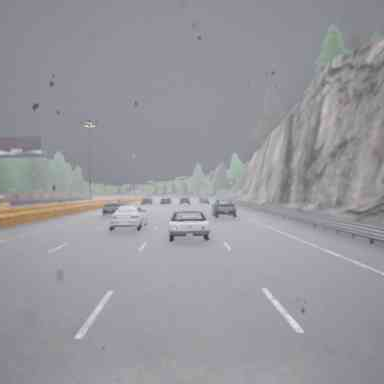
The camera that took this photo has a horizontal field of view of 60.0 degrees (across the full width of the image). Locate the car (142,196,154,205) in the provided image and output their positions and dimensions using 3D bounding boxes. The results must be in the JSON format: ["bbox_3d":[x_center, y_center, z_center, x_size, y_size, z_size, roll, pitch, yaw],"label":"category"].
[{"bbox_3d":[-8.339,1.608,62.849,1.837,1.490,4.892,-1,0,-1],"label":"car"}]

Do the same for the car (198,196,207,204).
[{"bbox_3d":[2.190,1.514,63.201,2.033,1.411,5.357,-1,0,-1],"label":"car"}]

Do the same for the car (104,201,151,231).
[{"bbox_3d":[-3.929,1.575,20.995,1.812,1.442,4.674,-1,0,-2],"label":"car"}]

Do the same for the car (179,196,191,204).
[{"bbox_3d":[-1.347,1.517,63.300,1.837,1.490,4.892,-1,0,-1],"label":"car"}]

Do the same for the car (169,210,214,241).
[{"bbox_3d":[-0.195,1.602,16.892,1.895,1.301,4.718,-1,0,-3],"label":"car"}]

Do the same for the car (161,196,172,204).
[{"bbox_3d":[-4.841,1.536,63.045,1.882,1.535,5.008,-1,0,-1],"label":"car"}]

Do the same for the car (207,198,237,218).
[{"bbox_3d":[2.819,1.452,29.968,2.128,1.511,4.902,-1,0,-1],"label":"car"}]

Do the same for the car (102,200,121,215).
[{"bbox_3d":[-7.780,1.590,33.974,2.128,1.511,4.902,-1,0,-1],"label":"car"}]
